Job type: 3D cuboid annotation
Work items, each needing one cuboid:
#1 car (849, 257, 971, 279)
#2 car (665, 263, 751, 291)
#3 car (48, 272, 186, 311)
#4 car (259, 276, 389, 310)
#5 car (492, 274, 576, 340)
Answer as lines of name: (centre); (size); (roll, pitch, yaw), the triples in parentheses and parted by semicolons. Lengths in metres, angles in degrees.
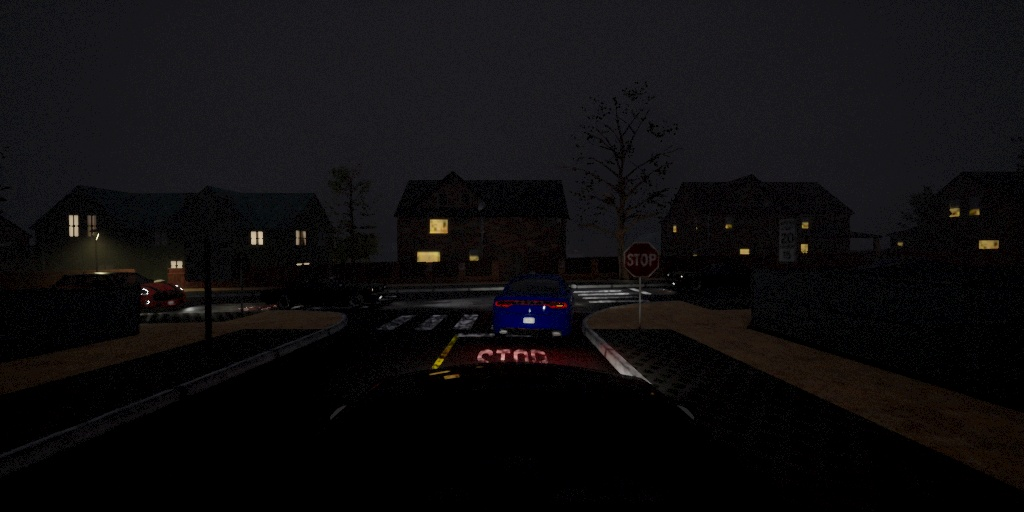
car: (20.046, 0.753, 18.286); (5.357, 1.411, 2.033); (-1, 1, 0)
car: (10.401, 1.034, 18.244); (4.718, 1.301, 1.895); (-1, 1, -1)
car: (-16.807, 1.472, 15.292); (4.553, 1.767, 2.097); (-1, 1, 0)
car: (-7.820, 1.506, 15.305); (4.718, 1.301, 1.895); (-1, 1, 0)
car: (0.781, 1.226, 10.103); (1.882, 1.535, 5.008); (0, 0, 10)
